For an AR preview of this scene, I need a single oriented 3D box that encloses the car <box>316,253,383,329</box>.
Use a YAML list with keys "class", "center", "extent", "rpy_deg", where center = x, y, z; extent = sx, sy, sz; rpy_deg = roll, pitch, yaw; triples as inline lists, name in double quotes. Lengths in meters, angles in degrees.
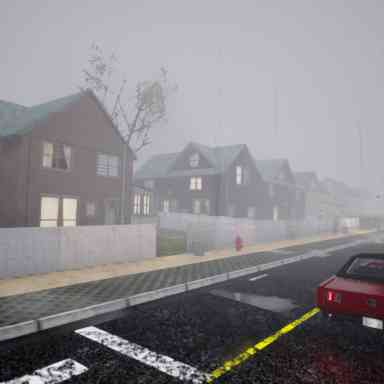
- class: "car"
  center: [4.393, 1.989, 7.200]
  extent: [1.895, 1.301, 4.718]
  rpy_deg: [-1, -4, 39]
